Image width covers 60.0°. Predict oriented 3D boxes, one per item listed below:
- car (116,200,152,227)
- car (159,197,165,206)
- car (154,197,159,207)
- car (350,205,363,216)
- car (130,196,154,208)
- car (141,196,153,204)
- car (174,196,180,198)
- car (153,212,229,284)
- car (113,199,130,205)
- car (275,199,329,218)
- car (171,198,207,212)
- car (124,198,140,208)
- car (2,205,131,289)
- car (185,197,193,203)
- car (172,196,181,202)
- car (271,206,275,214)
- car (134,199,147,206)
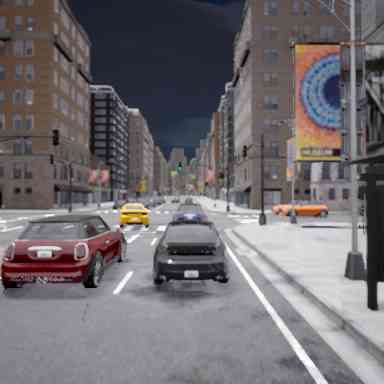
[{"bbox_3d":[-4.189,1.576,23.491,1.882,1.535,5.008,1,0,-13],"label":"car"},{"bbox_3d":[-7.146,1.979,66.462,1.994,1.385,4.181,0,0,-1],"label":"car"},{"bbox_3d":[-7.139,1.881,56.455,1.812,1.442,4.674,0,0,0],"label":"car"},{"bbox_3d":[19.725,1.937,36.700,4.181,1.385,1.994,0,-1,0],"label":"car"},{"bbox_3d":[-7.072,1.656,47.880,2.097,1.767,4.553,0,0,-1],"label":"car"},{"bbox_3d":[-10.502,1.837,78.080,2.097,1.767,4.553,0,0,-1],"label":"car"},{"bbox_3d":[-4.015,2.079,79.551,1.895,1.301,4.718,0,0,-1],"label":"car"},{"bbox_3d":[-0.034,1.567,9.708,1.837,1.490,4.892,0,0,0],"label":"car"},{"bbox_3d":[-10.331,1.873,48.897,1.994,1.385,4.181,0,0,-1],"label":"car"},{"bbox_3d":[11.148,1.636,33.366,4.553,1.767,2.097,0,-1,-1],"label":"car"},{"bbox_3d":[-0.134,1.471,21.297,2.097,1.767,4.553,0,0,0],"label":"car"},{"bbox_3d":[-10.387,1.867,57.717,1.837,1.490,4.892,0,0,0],"label":"car"},{"bbox_3d":[-3.281,1.412,9.481,2.097,1.767,4.553,0,0,-1],"label":"car"},{"bbox_3d":[-0.863,2.071,90.322,2.128,1.511,4.902,0,0,-1],"label":"car"},{"bbox_3d":[-4.106,1.899,89.525,2.128,1.511,4.902,0,0,-1],"label":"car"},{"bbox_3d":[11.085,1.698,36.614,4.553,1.767,2.097,0,-1,-1],"label":"car"},{"bbox_3d":[-10.408,2.022,67.765,1.895,1.301,4.718,0,0,-1],"label":"car"}]
